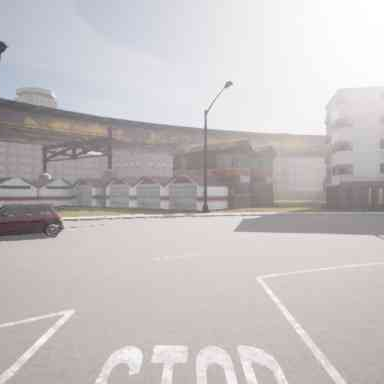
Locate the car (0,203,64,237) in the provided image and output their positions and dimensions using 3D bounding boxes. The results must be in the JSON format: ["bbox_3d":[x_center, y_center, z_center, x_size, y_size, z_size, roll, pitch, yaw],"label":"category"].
[{"bbox_3d":[-8.867,1.356,16.498,4.553,1.767,2.097,0,0,-35],"label":"car"}]
